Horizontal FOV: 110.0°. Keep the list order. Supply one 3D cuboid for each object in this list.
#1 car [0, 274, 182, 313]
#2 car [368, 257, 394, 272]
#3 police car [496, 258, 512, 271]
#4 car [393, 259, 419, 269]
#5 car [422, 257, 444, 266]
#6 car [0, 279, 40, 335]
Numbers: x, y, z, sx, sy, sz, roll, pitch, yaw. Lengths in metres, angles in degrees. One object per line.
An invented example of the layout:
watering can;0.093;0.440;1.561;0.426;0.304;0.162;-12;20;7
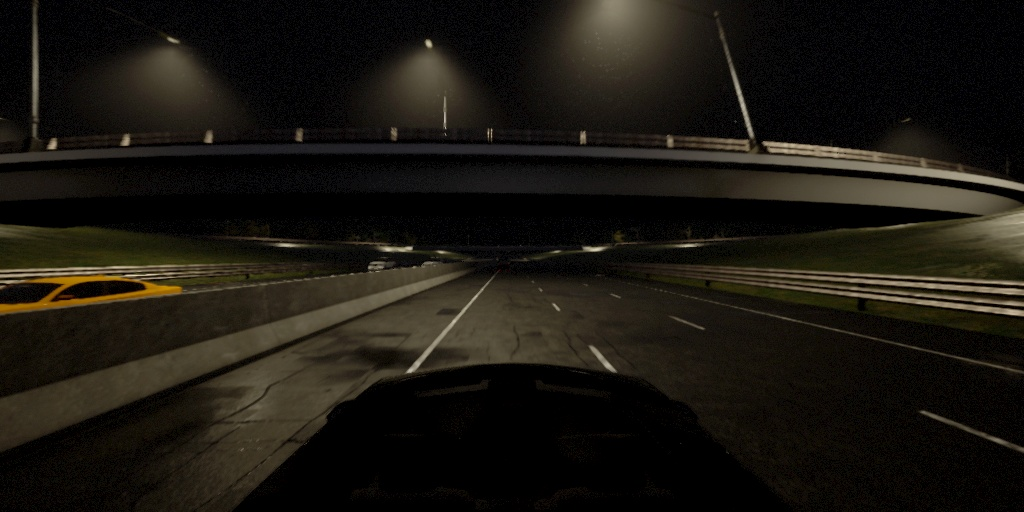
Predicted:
car;-10.604;1.234;8.428;1.882;1.535;5.008;0;0;0
car;-17.783;1.181;49.350;2.150;2.045;5.566;0;0;0
police car;-1.340;1.413;54.133;1.930;1.638;5.238;0;0;-1
car;-14.291;1.452;49.674;2.128;1.511;4.902;0;0;0
car;-10.787;1.179;49.540;2.150;2.045;5.566;0;0;0
car;-14.102;1.321;7.870;1.994;1.385;4.181;0;0;0
